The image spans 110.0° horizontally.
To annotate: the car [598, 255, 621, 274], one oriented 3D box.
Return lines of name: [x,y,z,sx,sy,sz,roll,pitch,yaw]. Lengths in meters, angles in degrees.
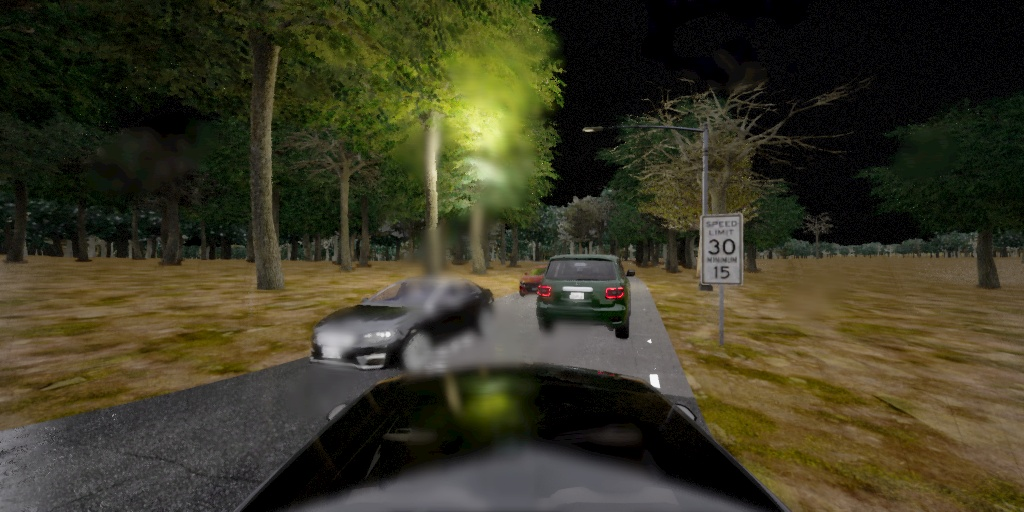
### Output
car: [11.404,0.945,42.291,2.150,2.045,5.566,0,0,11]

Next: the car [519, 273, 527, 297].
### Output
car: [1.823,1.244,18.750,1.882,1.535,5.008,0,0,18]

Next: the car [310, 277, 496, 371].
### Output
car: [-1.938,1.252,7.889,2.128,1.511,4.902,0,0,21]

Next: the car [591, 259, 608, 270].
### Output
car: [12.819,1.185,52.697,1.812,1.442,4.674,-1,1,6]

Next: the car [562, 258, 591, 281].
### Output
car: [5.632,1.115,31.071,2.097,1.767,4.553,0,0,15]

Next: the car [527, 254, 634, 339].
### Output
car: [2.312,0.976,10.464,2.150,2.045,5.566,0,0,19]
